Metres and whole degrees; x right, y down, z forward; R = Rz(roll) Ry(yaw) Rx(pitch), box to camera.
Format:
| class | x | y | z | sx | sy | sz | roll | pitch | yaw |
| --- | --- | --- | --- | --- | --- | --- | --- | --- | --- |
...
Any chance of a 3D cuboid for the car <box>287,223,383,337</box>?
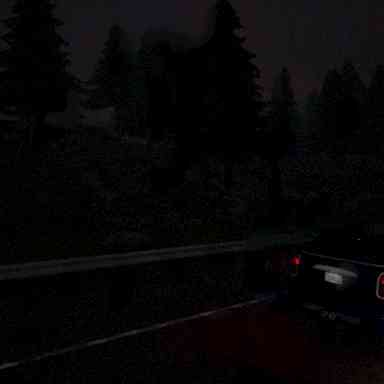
| class | x | y | z | sx | sy | sz | roll | pitch | yaw |
| --- | --- | --- | --- | --- | --- | --- | --- | --- | --- |
| car | 3.972 | 1.384 | 6.415 | 4.553 | 1.767 | 2.097 | 0 | 0 | -34 |
